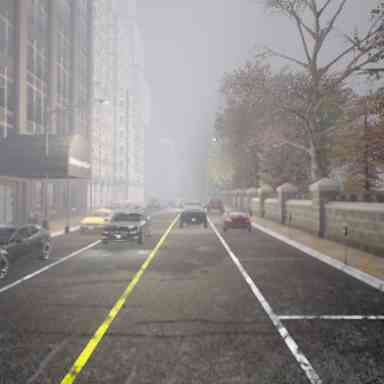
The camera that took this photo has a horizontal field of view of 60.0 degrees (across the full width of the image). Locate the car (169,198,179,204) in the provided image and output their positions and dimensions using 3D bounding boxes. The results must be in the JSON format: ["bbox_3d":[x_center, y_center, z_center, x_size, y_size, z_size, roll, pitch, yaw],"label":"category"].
[{"bbox_3d":[-4.424,2.202,81.296,2.008,1.369,4.403,1,0,2],"label":"car"}]

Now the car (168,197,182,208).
[{"bbox_3d":[-2.438,1.973,57.241,2.128,1.511,4.902,0,0,2],"label":"car"}]

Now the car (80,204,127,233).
[{"bbox_3d":[-5.691,1.717,21.123,1.752,1.417,4.829,0,-1,0],"label":"car"}]

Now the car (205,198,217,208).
[{"bbox_3d":[3.375,1.934,59.139,1.967,1.590,4.097,1,0,2],"label":"car"}]

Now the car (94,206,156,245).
[{"bbox_3d":[-3.096,1.656,16.470,1.837,1.490,4.892,0,0,0],"label":"car"}]

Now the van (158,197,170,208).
[{"bbox_3d":[-5.000,1.839,59.409,1.690,1.788,3.998,1,0,2],"label":"van"}]

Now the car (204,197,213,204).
[{"bbox_3d":[3.954,2.088,81.045,1.967,1.590,4.097,1,0,2],"label":"car"}]

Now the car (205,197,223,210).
[{"bbox_3d":[2.942,1.685,42.711,2.192,1.841,5.009,1,0,2],"label":"car"}]

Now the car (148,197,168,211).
[{"bbox_3d":[-5.290,1.732,48.465,2.192,1.841,5.009,1,0,2],"label":"car"}]

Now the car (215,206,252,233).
[{"bbox_3d":[2.698,1.773,21.025,1.802,1.307,4.206,0,0,0],"label":"car"}]

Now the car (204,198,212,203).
[{"bbox_3d":[4.098,2.250,86.523,1.947,1.339,4.313,1,0,2],"label":"car"}]

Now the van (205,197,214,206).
[{"bbox_3d":[3.666,1.914,70.093,1.690,1.788,3.998,1,0,2],"label":"van"}]

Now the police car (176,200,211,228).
[{"bbox_3d":[0.107,1.646,24.426,1.930,1.638,5.238,0,-1,0],"label":"police car"}]

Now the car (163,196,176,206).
[{"bbox_3d":[-4.710,1.892,70.353,2.192,1.841,5.009,1,0,2],"label":"car"}]

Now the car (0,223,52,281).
[{"bbox_3d":[-5.828,1.661,10.172,1.947,1.339,4.313,0,-1,0],"label":"car"}]

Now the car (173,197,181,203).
[{"bbox_3d":[-4.133,2.162,92.243,1.967,1.590,4.097,1,0,2],"label":"car"}]

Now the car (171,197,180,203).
[{"bbox_3d":[-4.278,2.128,86.771,1.967,1.590,4.097,1,0,2],"label":"car"}]

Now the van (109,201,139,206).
[{"bbox_3d":[-5.680,1.583,26.854,1.690,1.788,3.998,1,0,0],"label":"van"}]

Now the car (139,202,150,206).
[{"bbox_3d":[-5.651,1.854,32.394,1.947,1.339,4.313,1,0,1],"label":"car"}]
